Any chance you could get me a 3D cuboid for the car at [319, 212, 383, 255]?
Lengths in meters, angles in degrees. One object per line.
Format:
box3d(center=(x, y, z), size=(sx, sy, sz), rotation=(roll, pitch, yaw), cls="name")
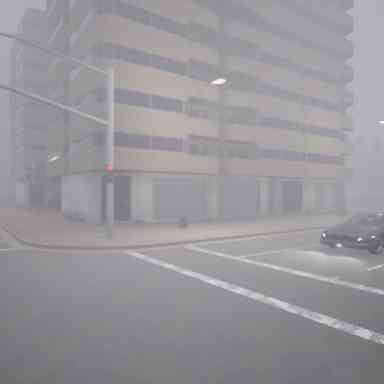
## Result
box3d(center=(7.515, 1.553, 13.647), size=(5.357, 1.411, 2.033), rotation=(0, 0, -35), cls="car")
